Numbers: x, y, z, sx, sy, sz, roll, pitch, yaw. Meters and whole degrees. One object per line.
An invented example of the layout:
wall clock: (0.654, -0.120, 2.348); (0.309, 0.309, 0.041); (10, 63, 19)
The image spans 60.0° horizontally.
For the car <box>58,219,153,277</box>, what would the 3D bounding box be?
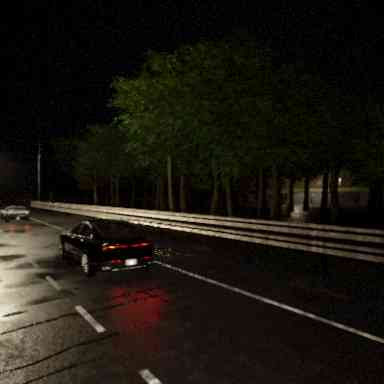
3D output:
car: (-2.965, 1.631, 10.821); (1.837, 1.490, 4.892); (1, -1, -34)

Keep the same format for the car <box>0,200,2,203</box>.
car: (-30.135, 2.039, 51.314); (2.128, 1.511, 4.902); (0, -1, -30)

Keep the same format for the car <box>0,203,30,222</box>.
car: (-15.797, 1.918, 29.659); (1.895, 1.301, 4.718); (1, -1, -34)
